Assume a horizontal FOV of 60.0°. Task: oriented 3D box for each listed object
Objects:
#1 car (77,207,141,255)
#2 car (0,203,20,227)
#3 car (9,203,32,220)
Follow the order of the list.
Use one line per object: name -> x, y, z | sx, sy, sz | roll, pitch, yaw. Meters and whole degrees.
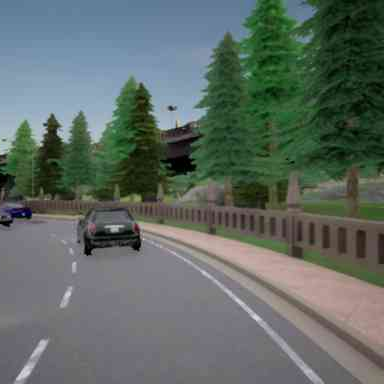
car -> -3.645, 1.409, 14.048 | 2.097, 1.767, 4.553 | -1, 0, -23
car -> -14.272, 1.718, 23.186 | 5.357, 1.411, 2.033 | -1, 0, 43
car -> -15.731, 1.671, 28.567 | 5.008, 1.535, 1.882 | -1, 0, 36
